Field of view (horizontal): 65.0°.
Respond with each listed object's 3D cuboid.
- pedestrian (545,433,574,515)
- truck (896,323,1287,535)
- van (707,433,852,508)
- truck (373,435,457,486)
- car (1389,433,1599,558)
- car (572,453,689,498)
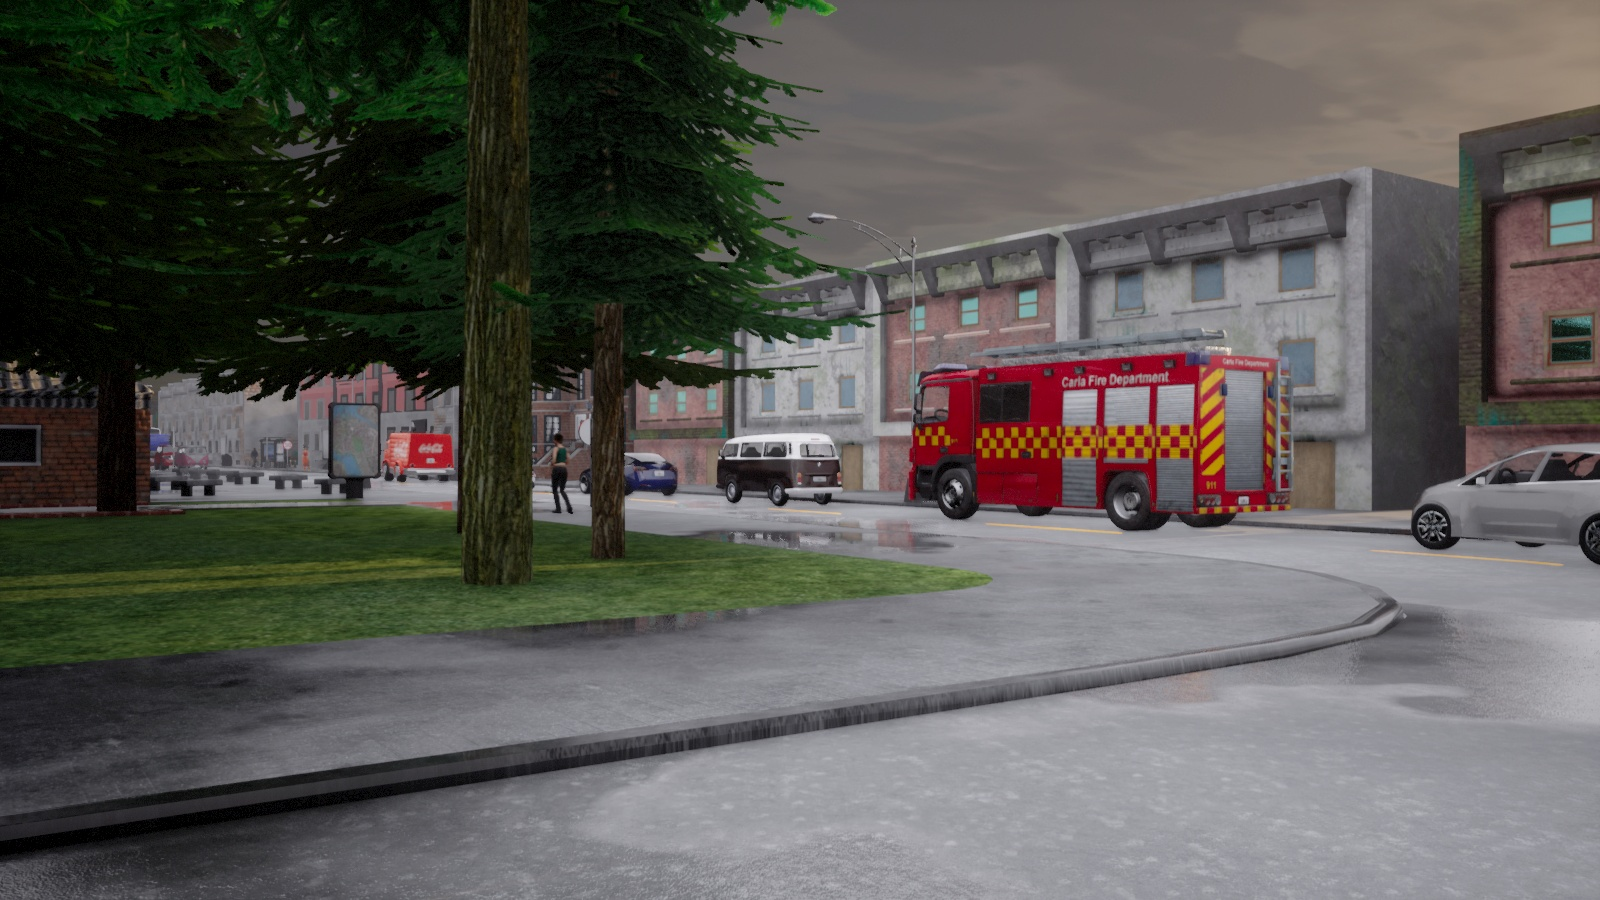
[{"bbox_3d":[-5.427,0.532,28.279,0.594,1.836,0.345,0,0,42],"label":"pedestrian"},{"bbox_3d":[5.861,-0.371,27.035,2.891,3.827,8.468,0,0,-35],"label":"truck"},{"bbox_3d":[-0.670,0.554,36.449,2.069,2.038,4.480,0,0,-34],"label":"van"},{"bbox_3d":[-19.685,0.465,64.080,2.627,2.467,5.204,0,1,-35],"label":"truck"},{"bbox_3d":[11.276,0.607,18.433,2.242,1.667,4.611,0,0,-17],"label":"car"},{"bbox_3d":[-6.050,0.861,44.278,2.163,1.488,4.792,0,0,-35],"label":"car"}]
